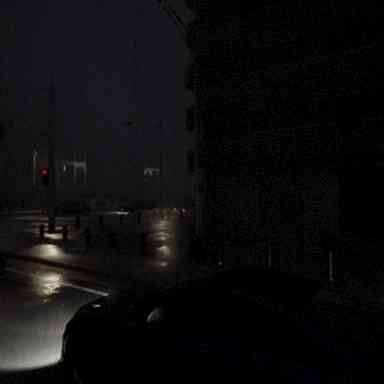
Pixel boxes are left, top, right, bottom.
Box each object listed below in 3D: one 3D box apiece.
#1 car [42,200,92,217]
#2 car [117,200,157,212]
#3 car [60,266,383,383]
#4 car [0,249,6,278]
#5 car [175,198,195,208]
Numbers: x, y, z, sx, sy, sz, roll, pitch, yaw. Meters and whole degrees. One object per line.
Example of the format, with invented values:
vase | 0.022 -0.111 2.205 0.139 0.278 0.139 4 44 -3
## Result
car | -12.313 1.617 32.955 1.837 1.490 4.892 0 0 36
car | -6.582 1.660 40.886 2.033 1.411 5.357 0 0 36
car | 0.430 1.574 3.687 4.181 1.385 1.994 0 0 36
car | -6.797 1.625 8.829 4.181 1.385 1.994 0 0 36
car | -0.525 1.616 49.242 1.837 1.490 4.892 0 0 36
